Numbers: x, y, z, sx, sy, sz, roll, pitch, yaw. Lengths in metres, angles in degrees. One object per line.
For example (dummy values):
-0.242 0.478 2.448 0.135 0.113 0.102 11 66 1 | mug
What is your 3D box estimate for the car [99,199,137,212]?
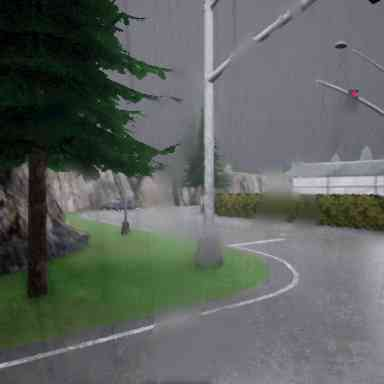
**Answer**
-8.563 1.538 39.088 2.033 1.411 5.357 0 0 24 | car
